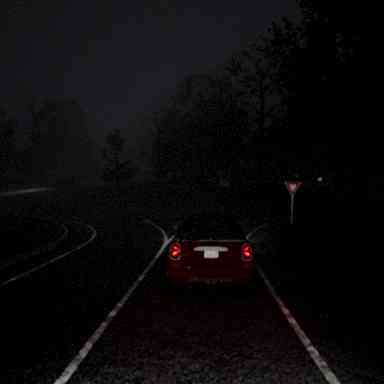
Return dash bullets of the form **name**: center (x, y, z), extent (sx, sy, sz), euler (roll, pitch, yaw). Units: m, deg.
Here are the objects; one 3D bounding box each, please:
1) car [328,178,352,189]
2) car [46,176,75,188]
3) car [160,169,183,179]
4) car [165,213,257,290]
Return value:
- **car**: center (20.350, -1.337, 45.251), extent (2.128, 1.511, 4.902), euler (0, 5, -4)
- **car**: center (-18.429, -1.435, 46.758), extent (2.128, 1.511, 4.902), euler (1, 5, 14)
- **car**: center (-4.034, -3.670, 67.982), extent (5.566, 2.045, 2.150), euler (4, 7, 39)
- **car**: center (0.495, 1.357, 9.363), extent (2.097, 1.767, 4.553), euler (0, 1, 2)
